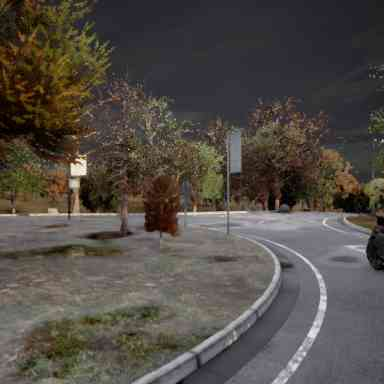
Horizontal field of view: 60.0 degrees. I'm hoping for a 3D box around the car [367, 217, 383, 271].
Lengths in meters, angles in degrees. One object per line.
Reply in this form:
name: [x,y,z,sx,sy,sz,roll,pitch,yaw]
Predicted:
car: [5.753,1.225,7.585,2.150,2.045,5.566,0,0,17]
